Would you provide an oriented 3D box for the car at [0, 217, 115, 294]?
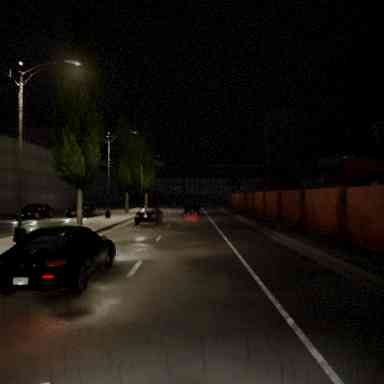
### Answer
[{"bbox_3d":[-3.398,1.624,8.911,1.812,1.442,4.674,0,-1,0],"label":"car"}]

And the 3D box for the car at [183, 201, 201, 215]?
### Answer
[{"bbox_3d":[0.006,1.951,40.819,1.837,1.490,4.892,0,-1,0],"label":"car"}]

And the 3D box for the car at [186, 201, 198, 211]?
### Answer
[{"bbox_3d":[0.007,2.083,51.077,1.812,1.442,4.674,0,-1,0],"label":"car"}]

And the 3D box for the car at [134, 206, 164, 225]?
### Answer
[{"bbox_3d":[-3.396,1.841,26.771,2.033,1.411,5.357,0,-1,0],"label":"car"}]

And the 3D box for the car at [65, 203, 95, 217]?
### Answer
[{"bbox_3d":[-11.577,1.886,34.741,1.837,1.490,4.892,0,-1,0],"label":"car"}]

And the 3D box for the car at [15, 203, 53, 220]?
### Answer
[{"bbox_3d":[-15.085,1.855,31.983,1.837,1.490,4.892,0,0,0],"label":"car"}]
